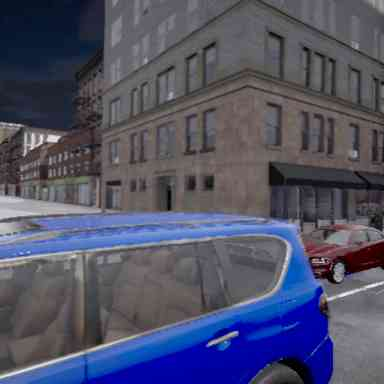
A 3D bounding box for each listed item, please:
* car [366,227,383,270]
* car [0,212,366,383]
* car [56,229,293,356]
[{"bbox_3d":[4.428,1.652,9.912,4.507,1.381,1.887,1,0,-35],"label":"car"},{"bbox_3d":[-1.218,1.226,2.509,5.566,2.045,2.150,1,0,-35],"label":"car"},{"bbox_3d":[-0.191,1.608,6.619,4.313,1.339,1.947,1,0,-35],"label":"car"}]
